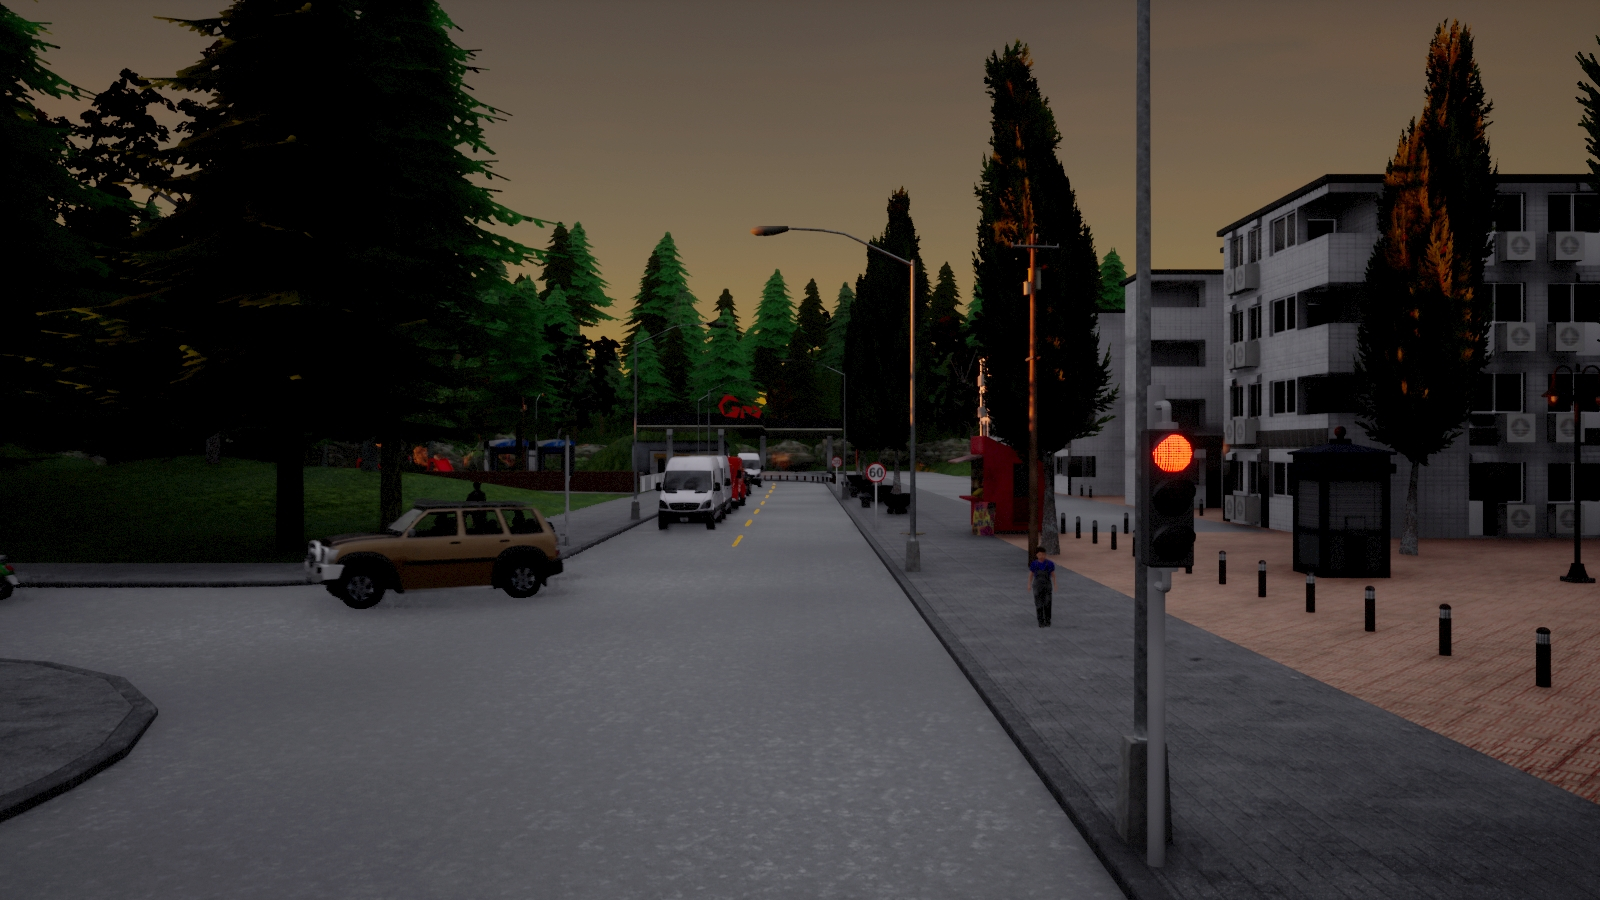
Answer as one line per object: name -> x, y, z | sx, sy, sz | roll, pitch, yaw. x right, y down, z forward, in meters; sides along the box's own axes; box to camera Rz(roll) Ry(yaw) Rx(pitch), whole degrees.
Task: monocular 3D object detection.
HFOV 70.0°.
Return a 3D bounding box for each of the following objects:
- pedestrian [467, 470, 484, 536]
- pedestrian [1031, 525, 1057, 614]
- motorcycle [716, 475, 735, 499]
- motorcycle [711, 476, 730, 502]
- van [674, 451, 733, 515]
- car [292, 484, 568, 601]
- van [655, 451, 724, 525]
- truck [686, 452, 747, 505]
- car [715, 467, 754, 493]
pedestrian -> -9.294, 1.520, 32.766 | 0.375, 1.860, 0.375 | 0, 0, 0
pedestrian -> 3.695, 1.801, 17.316 | 0.375, 1.300, 0.375 | 0, 0, 14
motorcycle -> -3.988, 1.975, 61.268 | 0.867, 1.251, 2.209 | 0, 0, 0
motorcycle -> -3.975, 1.953, 57.177 | 0.856, 1.236, 1.805 | 0, 0, 0
van -> -4.007, 1.306, 48.327 | 1.988, 2.561, 5.915 | 0, 0, 0
car -> -6.900, 1.640, 21.474 | 4.605, 1.855, 1.932 | 0, 0, -32
van -> -4.013, 1.307, 42.390 | 1.988, 2.561, 5.915 | 0, 0, 0
truck -> -3.995, 1.339, 55.631 | 2.627, 2.467, 5.204 | 0, 0, 0
car -> -3.975, 1.816, 70.543 | 2.128, 1.511, 4.902 | 0, 0, 0
